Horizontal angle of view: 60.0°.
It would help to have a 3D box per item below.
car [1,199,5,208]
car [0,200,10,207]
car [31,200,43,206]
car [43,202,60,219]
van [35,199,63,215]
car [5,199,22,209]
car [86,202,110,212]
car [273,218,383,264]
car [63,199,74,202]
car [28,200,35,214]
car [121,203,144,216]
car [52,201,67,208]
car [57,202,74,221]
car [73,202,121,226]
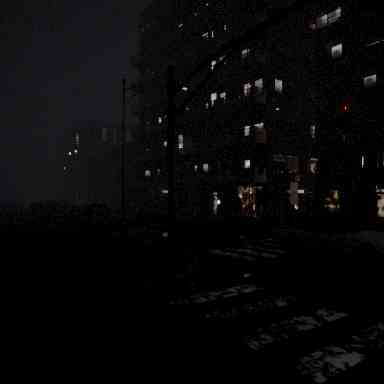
[{"bbox_3d":[-36.416,2.542,66.803,1.887,1.381,4.507,-1,0,-35],"label":"car"},{"bbox_3d":[-42.730,2.666,75.663,1.752,1.417,4.829,-1,0,-35],"label":"car"},{"bbox_3d":[-39.398,2.774,84.568,1.947,1.339,4.313,-1,0,-35],"label":"car"},{"bbox_3d":[-13.973,2.036,35.306,2.008,1.369,4.403,-1,0,-35],"label":"car"},{"bbox_3d":[-17.183,1.900,39.807,1.690,1.788,3.998,-1,0,-35],"label":"van"},{"bbox_3d":[-33.212,2.365,62.304,1.967,1.590,4.097,-1,0,-35],"label":"car"},{"bbox_3d":[-13.765,2.192,48.596,1.947,1.339,4.313,-1,0,-35],"label":"car"},{"bbox_3d":[5.453,1.682,12.483,1.895,1.301,4.718,0,-1,-35],"label":"car"},{"bbox_3d":[-23.382,2.160,62.086,2.192,1.841,5.009,-1,0,-35],"label":"car"},{"bbox_3d":[-20.387,2.073,44.306,1.967,1.590,4.097,-1,0,-35],"label":"car"},{"bbox_3d":[-7.457,2.006,39.741,1.752,1.417,4.829,-1,0,-35],"label":"car"},{"bbox_3d":[-26.582,2.462,66.582,1.887,1.381,4.507,-1,0,-35],"label":"car"},{"bbox_3d":[-10.668,1.934,30.669,1.752,1.417,4.829,-1,0,-35],"label":"car"},{"bbox_3d":[-7.563,1.777,26.308,1.967,1.590,4.097,-1,0,-35],"label":"car"}]
